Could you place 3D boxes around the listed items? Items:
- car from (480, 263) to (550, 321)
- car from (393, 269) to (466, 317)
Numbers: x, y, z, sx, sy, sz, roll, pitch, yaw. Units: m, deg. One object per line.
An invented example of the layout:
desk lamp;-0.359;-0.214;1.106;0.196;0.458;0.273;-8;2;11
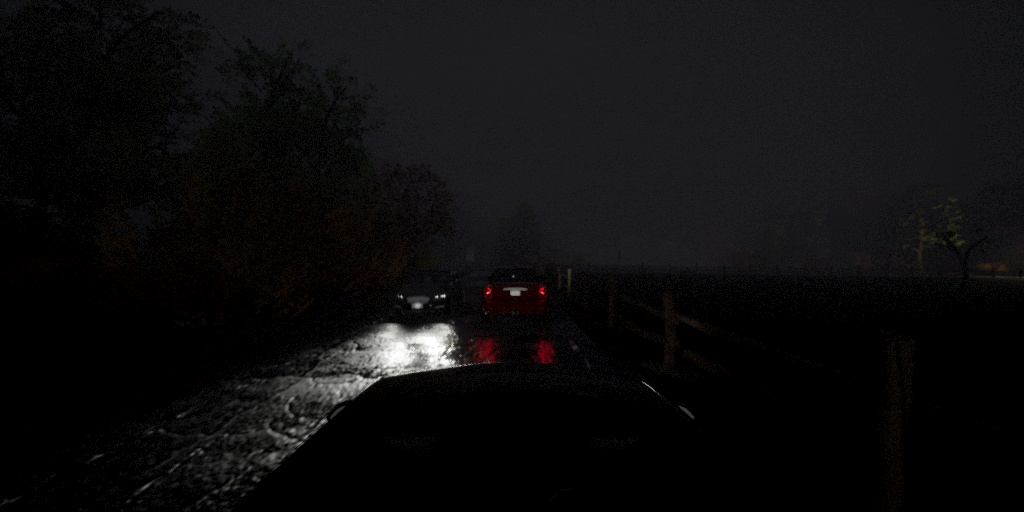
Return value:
car;0.098;1.102;12.553;2.097;1.767;4.553;0;0;0
car;-2.850;1.242;13.245;2.128;1.511;4.902;0;0;0
